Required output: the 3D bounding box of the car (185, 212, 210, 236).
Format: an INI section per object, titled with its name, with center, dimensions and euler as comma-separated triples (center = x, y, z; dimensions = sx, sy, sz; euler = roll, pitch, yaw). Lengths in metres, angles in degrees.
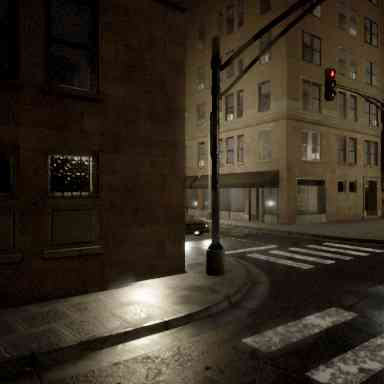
[car]
center = -1.318, 1.515, 17.734
dimensions = 2.033, 1.411, 5.357
euler = 0, 0, -36
